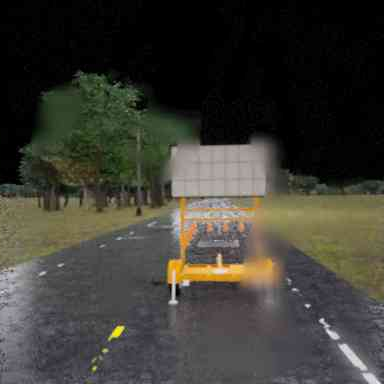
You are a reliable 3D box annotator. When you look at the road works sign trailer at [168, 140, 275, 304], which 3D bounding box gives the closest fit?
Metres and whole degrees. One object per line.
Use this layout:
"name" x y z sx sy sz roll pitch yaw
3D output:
"road works sign trailer" 0.679 0.544 8.312 2.380 3.560 2.880 -1 -1 4
